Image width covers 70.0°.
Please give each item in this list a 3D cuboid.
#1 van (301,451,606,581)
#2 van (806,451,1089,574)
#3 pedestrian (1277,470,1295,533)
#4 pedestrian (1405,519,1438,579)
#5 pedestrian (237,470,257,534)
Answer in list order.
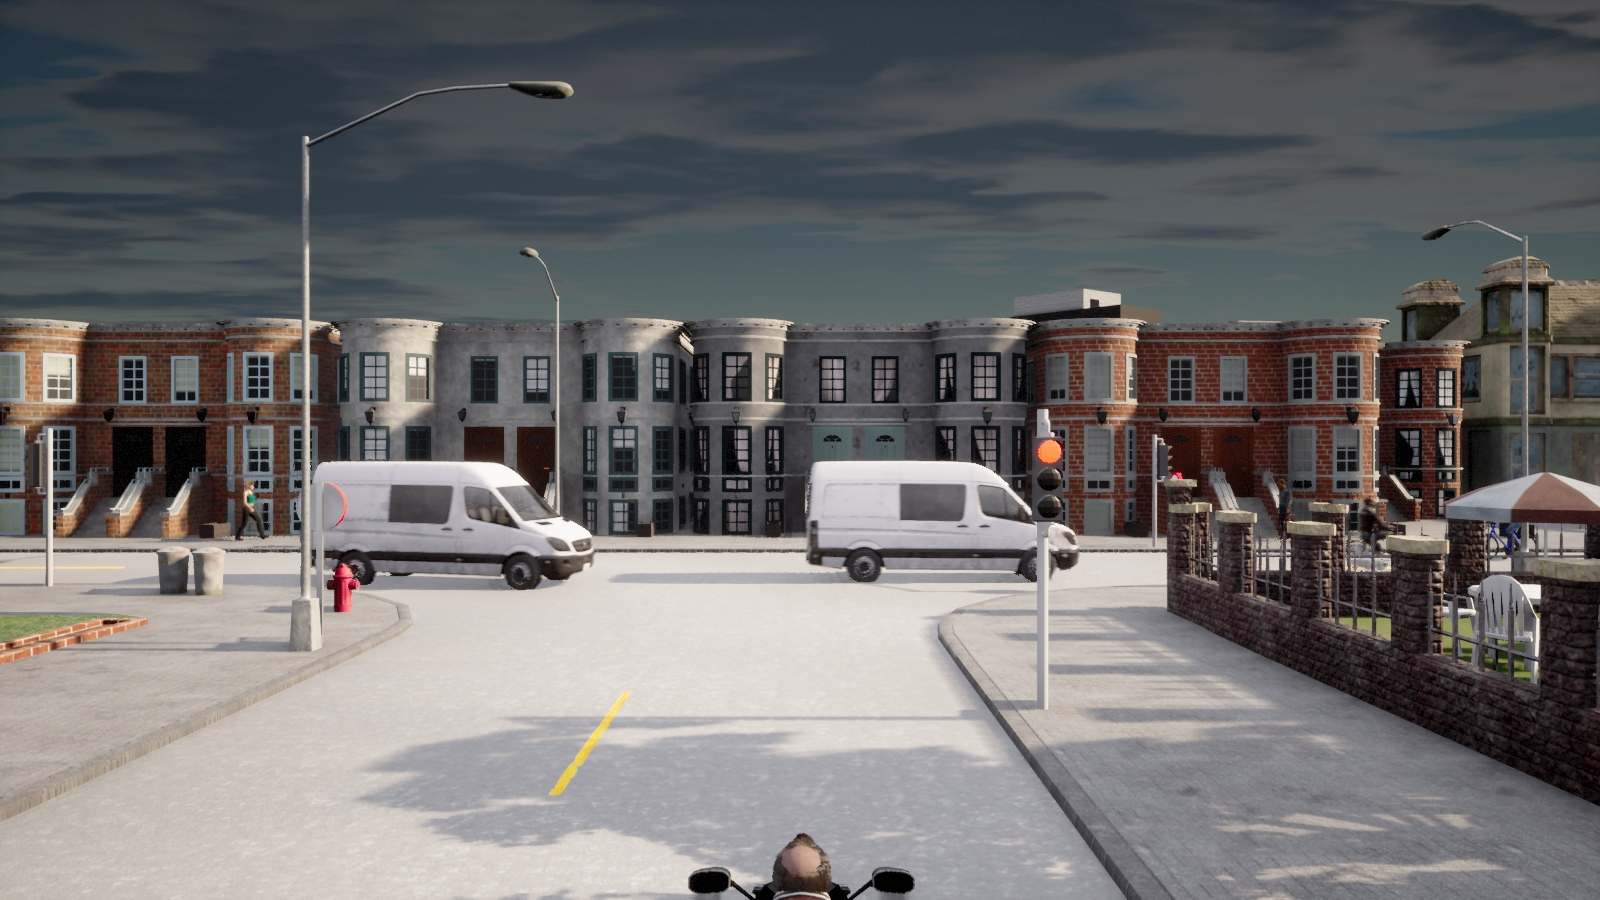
[{"bbox_3d":[-7.239,1.305,24.051,5.915,2.561,1.988,0,0,12],"label":"van"},{"bbox_3d":[3.086,1.305,24.920,5.915,2.561,1.988,0,0,0],"label":"van"},{"bbox_3d":[14.321,1.511,33.654,0.375,1.860,0.375,0,0,1],"label":"pedestrian"},{"bbox_3d":[11.949,1.888,21.968,0.500,1.100,0.500,0,0,22],"label":"pedestrian"},{"bbox_3d":[-16.173,1.511,33.417,0.375,1.860,0.375,0,0,7],"label":"pedestrian"}]
